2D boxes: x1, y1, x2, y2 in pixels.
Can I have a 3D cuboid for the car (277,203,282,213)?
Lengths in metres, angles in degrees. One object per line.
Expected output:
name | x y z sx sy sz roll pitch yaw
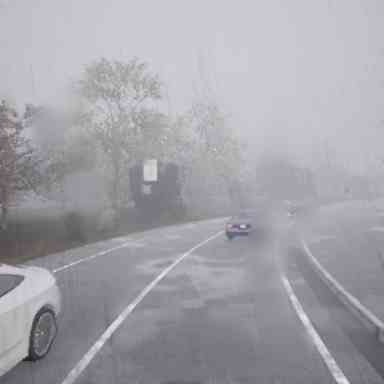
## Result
car | 12.016 1.678 40.373 1.812 1.442 4.674 -4 -2 39

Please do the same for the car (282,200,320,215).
car | 11.509 1.559 34.160 2.033 1.411 5.357 -4 -2 36

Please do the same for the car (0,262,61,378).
car | -2.991 1.528 3.289 1.812 1.442 4.674 0 0 4

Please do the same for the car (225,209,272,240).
car | 3.041 1.590 17.241 2.033 1.411 5.357 -1 -1 18
